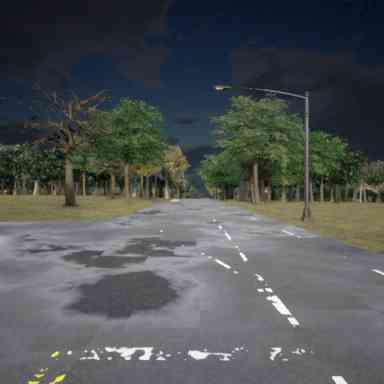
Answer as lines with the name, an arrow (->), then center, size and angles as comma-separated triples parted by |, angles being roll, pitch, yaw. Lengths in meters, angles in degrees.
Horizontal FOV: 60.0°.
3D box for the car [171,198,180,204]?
car -> -3.403, 1.794, 68.832 | 1.895, 1.301, 4.718 | 0, 0, 0
